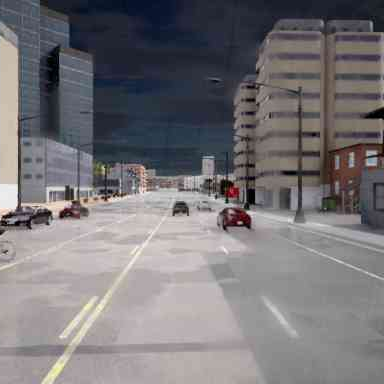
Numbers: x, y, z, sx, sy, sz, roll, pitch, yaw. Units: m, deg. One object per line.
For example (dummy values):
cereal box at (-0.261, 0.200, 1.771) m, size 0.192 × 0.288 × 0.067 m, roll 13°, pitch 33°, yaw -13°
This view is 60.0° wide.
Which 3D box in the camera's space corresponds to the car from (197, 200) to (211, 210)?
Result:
car at (1.812, 1.957, 50.511) m, size 1.812 × 1.442 × 4.674 m, roll 0°, pitch 1°, yaw -2°

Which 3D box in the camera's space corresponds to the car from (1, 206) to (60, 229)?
car at (-11.391, 1.726, 23.311) m, size 2.128 × 1.511 × 4.902 m, roll 0°, pitch -1°, yaw -2°

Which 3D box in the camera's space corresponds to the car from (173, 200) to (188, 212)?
car at (-1.679, 1.991, 48.064) m, size 2.033 × 1.411 × 5.357 m, roll 0°, pitch 0°, yaw -2°

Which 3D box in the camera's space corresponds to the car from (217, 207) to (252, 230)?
car at (2.836, 1.759, 22.619) m, size 1.812 × 1.442 × 4.674 m, roll 0°, pitch -1°, yaw -2°

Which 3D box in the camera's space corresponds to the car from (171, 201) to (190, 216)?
car at (-1.266, 1.942, 38.015) m, size 1.837 × 1.490 × 4.892 m, roll 0°, pitch 0°, yaw -2°

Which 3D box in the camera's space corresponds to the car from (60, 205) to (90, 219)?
car at (-11.724, 1.948, 33.366) m, size 1.994 × 1.385 × 4.181 m, roll 0°, pitch -1°, yaw -2°

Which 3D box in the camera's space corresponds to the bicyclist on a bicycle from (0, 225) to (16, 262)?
bicyclist on a bicycle at (-6.656, 1.516, 10.962) m, size 1.656 × 1.620 × 0.582 m, roll -2°, pitch 0°, yaw -2°
